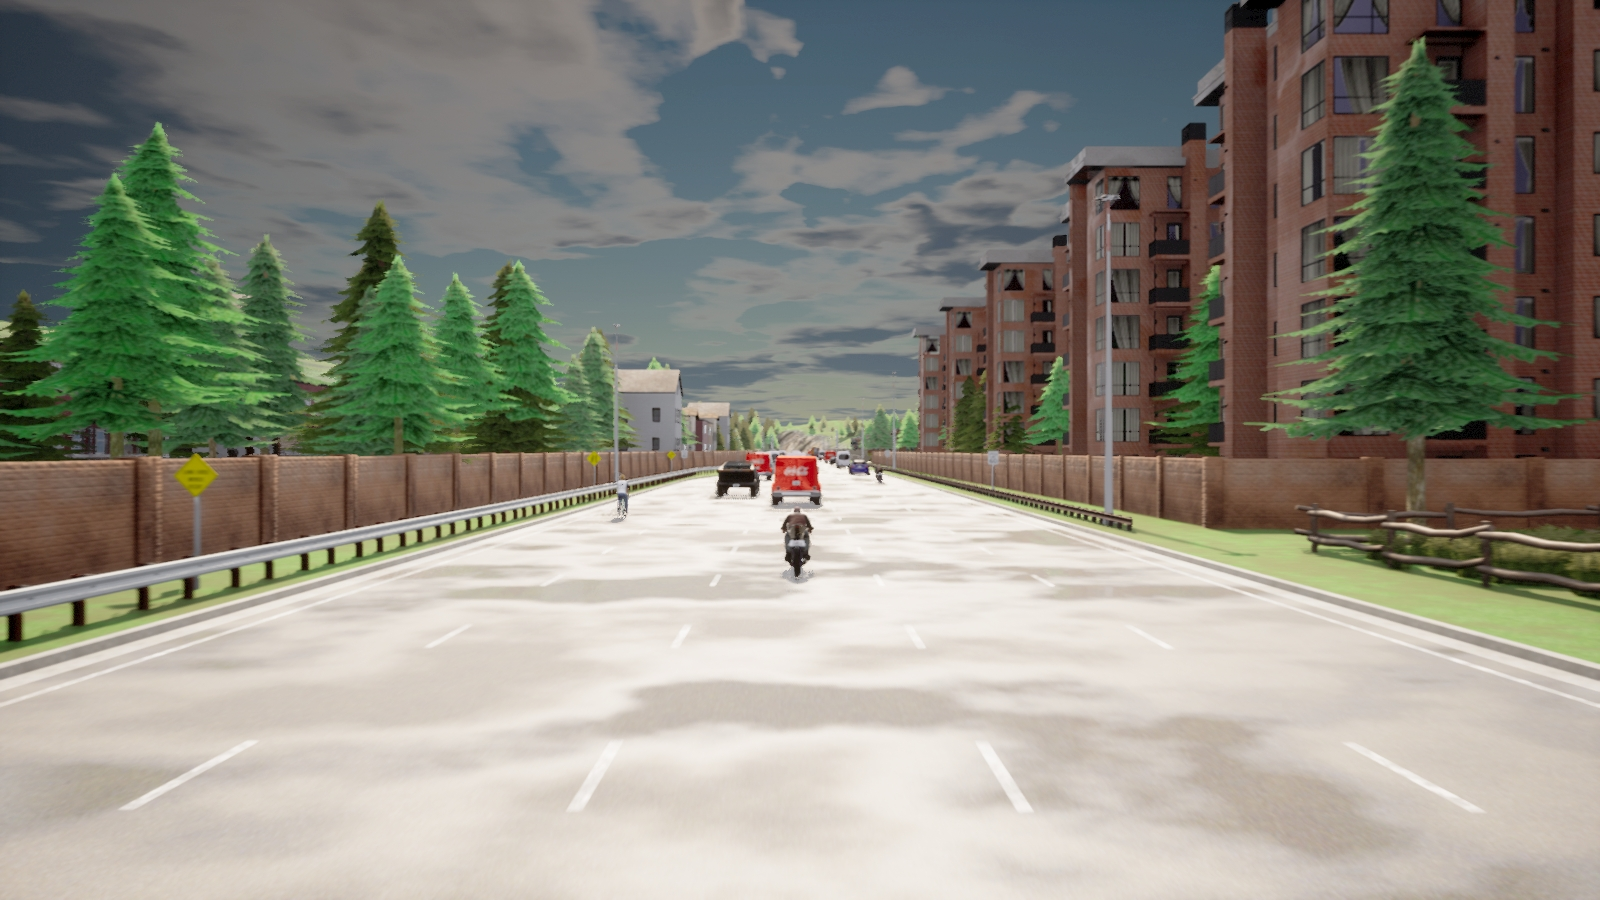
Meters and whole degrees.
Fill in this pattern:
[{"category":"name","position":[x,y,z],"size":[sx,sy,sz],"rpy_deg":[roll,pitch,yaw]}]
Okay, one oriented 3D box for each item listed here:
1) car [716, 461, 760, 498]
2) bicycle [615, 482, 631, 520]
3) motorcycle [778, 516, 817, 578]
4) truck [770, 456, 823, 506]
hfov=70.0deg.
[{"category":"car","position":[-3.716,1.732,69.642],"size":[2.390,2.098,6.274],"rpy_deg":[0,0,0]},{"category":"bicycle","position":[-7.139,2.042,46.131],"size":[0.373,1.496,1.643],"rpy_deg":[0,0,0]},{"category":"motorcycle","position":[-0.062,2.196,26.315],"size":[0.867,1.251,2.209],"rpy_deg":[0,0,0]},{"category":"truck","position":[-0.182,1.549,59.871],"size":[2.627,2.467,5.204],"rpy_deg":[0,0,0]}]
